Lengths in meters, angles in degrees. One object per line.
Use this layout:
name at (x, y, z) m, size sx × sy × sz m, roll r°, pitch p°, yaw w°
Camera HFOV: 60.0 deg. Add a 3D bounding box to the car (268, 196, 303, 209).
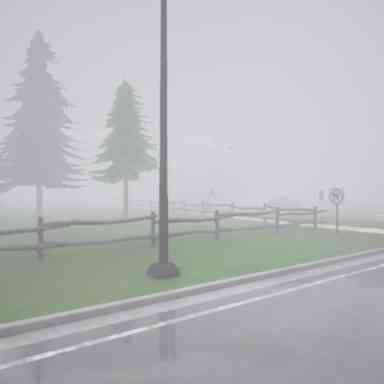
car at (12.232, 1.358, 43.626) m, size 2.097 × 1.767 × 4.553 m, roll 0°, pitch 0°, yaw -35°
